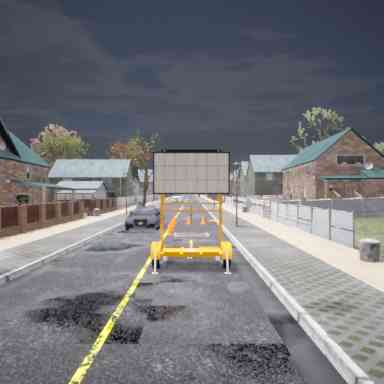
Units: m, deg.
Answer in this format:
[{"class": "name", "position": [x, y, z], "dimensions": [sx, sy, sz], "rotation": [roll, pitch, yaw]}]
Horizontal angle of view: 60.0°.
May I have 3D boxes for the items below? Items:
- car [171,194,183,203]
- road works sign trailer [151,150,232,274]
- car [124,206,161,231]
[{"class": "car", "position": [-2.882, 1.217, 64.270], "dimensions": [2.150, 2.045, 5.566], "rotation": [0, 0, 0]}, {"class": "road works sign trailer", "position": [-0.021, 0.468, 10.528], "dimensions": [2.380, 3.560, 2.880], "rotation": [0, 0, 0]}, {"class": "car", "position": [-2.892, 1.569, 20.671], "dimensions": [1.994, 1.385, 4.181], "rotation": [0, 0, 0]}]
